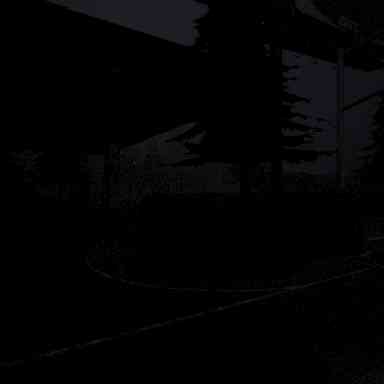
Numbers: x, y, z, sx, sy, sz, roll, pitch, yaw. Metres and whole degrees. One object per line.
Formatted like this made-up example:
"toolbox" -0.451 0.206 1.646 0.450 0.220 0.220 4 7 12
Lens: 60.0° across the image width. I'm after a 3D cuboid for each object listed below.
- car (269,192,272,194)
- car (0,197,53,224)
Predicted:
"car" 6.204 1.050 28.677 2.150 2.045 5.566 0 1 -34
"car" -11.997 1.313 23.462 3.866 1.878 1.905 0 0 -36
